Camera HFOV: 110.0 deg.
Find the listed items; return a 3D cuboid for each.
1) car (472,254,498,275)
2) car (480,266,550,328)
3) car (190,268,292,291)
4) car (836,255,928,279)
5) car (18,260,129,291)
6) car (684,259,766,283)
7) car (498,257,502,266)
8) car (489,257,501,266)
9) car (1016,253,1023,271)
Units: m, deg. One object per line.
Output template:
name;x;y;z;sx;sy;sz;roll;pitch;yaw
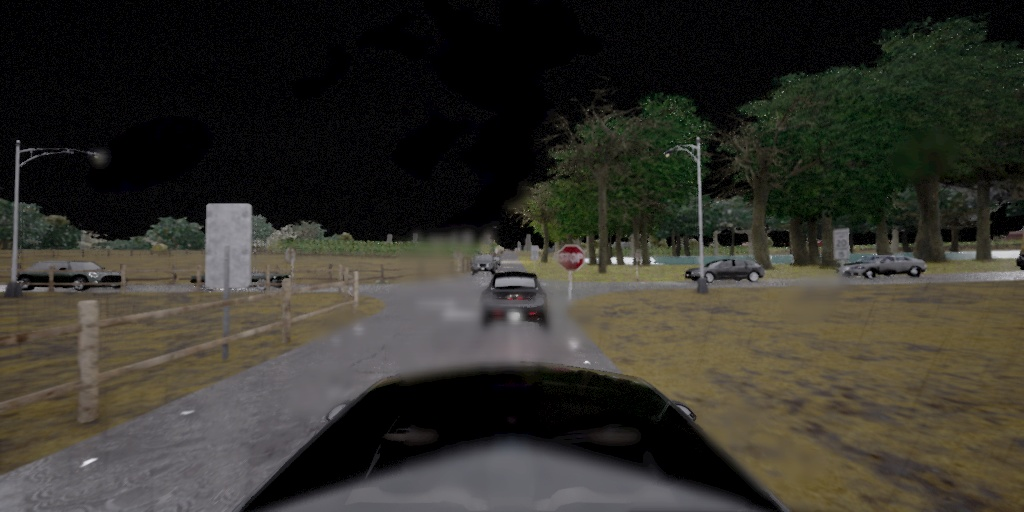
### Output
car;-2.815;0.842;36.775;2.150;2.045;5.566;0;0;-1
car;0.093;1.231;11.219;1.837;1.490;4.892;0;0;0
car;-15.468;1.302;20.773;4.718;1.301;1.895;0;-1;-2
car;24.400;0.694;23.795;4.902;1.511;2.128;-2;-1;0
car;-25.117;1.049;20.704;4.553;1.767;2.097;0;-1;0
car;14.037;0.977;23.765;4.892;1.490;1.837;-1;-1;0
car;-2.829;1.023;47.173;2.128;1.511;4.902;0;1;0
car;-2.801;0.884;60.038;1.837;1.490;4.892;0;1;0
car;37.359;-0.040;23.833;5.566;2.045;2.150;-2;-1;0
